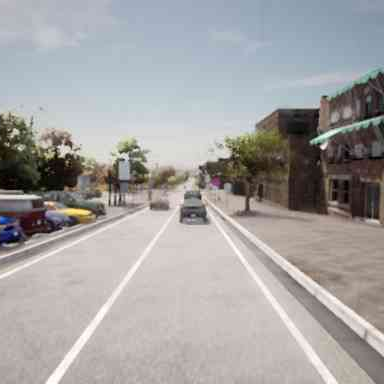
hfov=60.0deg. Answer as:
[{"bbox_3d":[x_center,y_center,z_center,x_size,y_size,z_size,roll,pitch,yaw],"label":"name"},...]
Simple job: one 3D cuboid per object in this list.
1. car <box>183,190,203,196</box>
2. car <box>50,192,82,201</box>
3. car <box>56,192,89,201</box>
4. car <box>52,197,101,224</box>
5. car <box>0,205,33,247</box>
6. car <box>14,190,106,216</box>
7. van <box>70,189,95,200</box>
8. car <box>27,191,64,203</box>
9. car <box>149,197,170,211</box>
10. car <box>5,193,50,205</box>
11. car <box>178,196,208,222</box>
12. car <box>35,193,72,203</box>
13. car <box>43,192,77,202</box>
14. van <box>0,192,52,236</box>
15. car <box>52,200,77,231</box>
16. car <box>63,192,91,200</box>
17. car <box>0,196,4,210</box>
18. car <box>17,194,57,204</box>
[{"bbox_3d":[0.087,0.774,40.216,2.150,2.045,5.566,0,1,0],"label":"car"},{"bbox_3d":[-22.164,0.845,58.672,4.792,1.488,2.163,0,1,0],"label":"car"},{"bbox_3d":[-21.954,0.779,61.446,5.366,1.575,1.946,0,1,0],"label":"car"},{"bbox_3d":[-8.804,1.280,20.682,5.366,1.575,1.946,0,1,0],"label":"car"},{"bbox_3d":[-8.970,1.388,12.273,5.008,1.535,2.097,0,1,0],"label":"car"},{"bbox_3d":[-8.966,0.997,23.482,5.566,2.045,2.435,0,1,0],"label":"car"},{"bbox_3d":[-22.032,0.492,66.994,4.442,1.987,1.878,0,1,0],"label":"van"},{"bbox_3d":[-22.152,0.789,50.345,4.553,1.767,2.185,0,1,0],"label":"car"},{"bbox_3d":[-3.359,1.218,35.175,1.895,1.301,4.718,0,1,0],"label":"car"},{"bbox_3d":[-22.106,0.982,44.796,5.008,1.535,2.097,0,1,0],"label":"car"},{"bbox_3d":[0.090,1.259,24.007,1.837,1.490,4.892,0,0,0],"label":"car"},{"bbox_3d":[-22.131,0.881,53.122,5.008,1.535,2.097,0,1,0],"label":"car"},{"bbox_3d":[-22.124,0.849,55.897,4.892,1.521,2.231,0,1,0],"label":"car"},{"bbox_3d":[-9.097,1.127,15.073,4.442,1.987,1.878,0,1,0],"label":"van"},{"bbox_3d":[-8.987,1.358,17.879,4.674,1.452,2.002,0,1,0],"label":"car"},{"bbox_3d":[-22.174,0.779,64.223,4.792,1.488,2.163,0,1,0],"label":"car"},{"bbox_3d":[-22.063,1.150,33.695,4.792,1.488,2.163,0,1,0],"label":"car"},{"bbox_3d":[-22.114,0.989,47.572,4.674,1.452,2.002,0,1,0],"label":"car"}]
